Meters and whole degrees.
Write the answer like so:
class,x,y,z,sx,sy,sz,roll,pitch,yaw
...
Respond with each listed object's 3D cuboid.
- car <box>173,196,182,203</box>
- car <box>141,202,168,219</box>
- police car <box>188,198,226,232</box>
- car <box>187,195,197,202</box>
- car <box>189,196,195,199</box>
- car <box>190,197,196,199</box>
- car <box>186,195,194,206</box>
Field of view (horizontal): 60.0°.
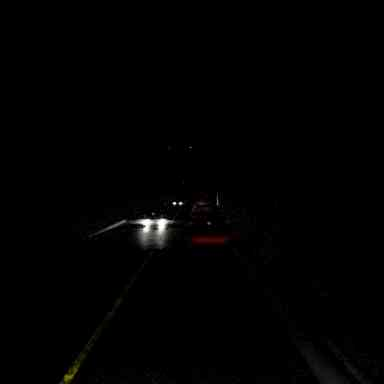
class,x,y,z,sx,sy,sz,roll,pitch,yaw
car,-2.985,1.510,70.093,2.033,1.411,5.357,0,0,0
car,-3.090,1.562,28.440,1.994,1.385,4.181,0,0,0
police car,0.905,1.424,20.061,1.930,1.638,5.238,0,0,0
car,0.016,1.422,71.478,1.994,1.385,4.181,0,0,0
car,0.908,1.477,35.953,1.882,1.535,5.008,0,0,0
car,0.906,1.477,29.952,1.882,1.535,5.008,0,0,0
car,0.013,1.550,56.478,2.033,1.411,5.357,0,0,0
